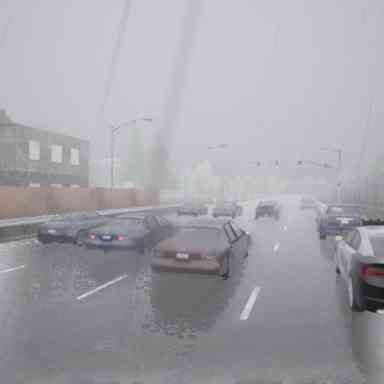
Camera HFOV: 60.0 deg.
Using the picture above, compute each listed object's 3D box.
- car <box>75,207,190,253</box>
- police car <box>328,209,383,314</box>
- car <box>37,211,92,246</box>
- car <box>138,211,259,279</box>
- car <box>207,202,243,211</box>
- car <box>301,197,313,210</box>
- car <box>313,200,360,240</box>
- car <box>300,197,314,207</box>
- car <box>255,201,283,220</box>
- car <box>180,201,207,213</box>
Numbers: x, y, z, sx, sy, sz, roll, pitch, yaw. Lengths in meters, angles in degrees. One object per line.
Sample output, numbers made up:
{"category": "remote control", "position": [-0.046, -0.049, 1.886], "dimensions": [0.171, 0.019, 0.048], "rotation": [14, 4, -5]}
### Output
{"category": "car", "position": [-2.031, 1.547, 13.389], "dimensions": [2.033, 1.411, 5.357], "rotation": [0, 0, 18]}
{"category": "police car", "position": [4.389, 1.425, 7.494], "dimensions": [1.930, 1.638, 5.238], "rotation": [0, 0, 18]}
{"category": "car", "position": [-5.047, 1.564, 15.419], "dimensions": [1.994, 1.385, 4.181], "rotation": [0, 0, 18]}
{"category": "car", "position": [0.587, 1.548, 10.172], "dimensions": [2.033, 1.411, 5.357], "rotation": [0, 0, 19]}
{"category": "car", "position": [3.198, 1.547, 29.192], "dimensions": [2.033, 1.411, 5.357], "rotation": [0, 0, 18]}
{"category": "car", "position": [14.592, 1.600, 41.581], "dimensions": [1.895, 1.301, 4.718], "rotation": [0, 0, 19]}
{"category": "car", "position": [7.488, 1.351, 16.854], "dimensions": [2.097, 1.767, 4.553], "rotation": [0, 0, 18]}
{"category": "car", "position": [18.398, 1.547, 53.152], "dimensions": [2.033, 1.411, 5.357], "rotation": [0, 0, 18]}
{"category": "car", "position": [6.471, 1.505, 27.940], "dimensions": [1.837, 1.490, 4.892], "rotation": [0, 0, 18]}
{"category": "car", "position": [0.117, 1.563, 31.022], "dimensions": [1.994, 1.385, 4.181], "rotation": [0, 0, 18]}
